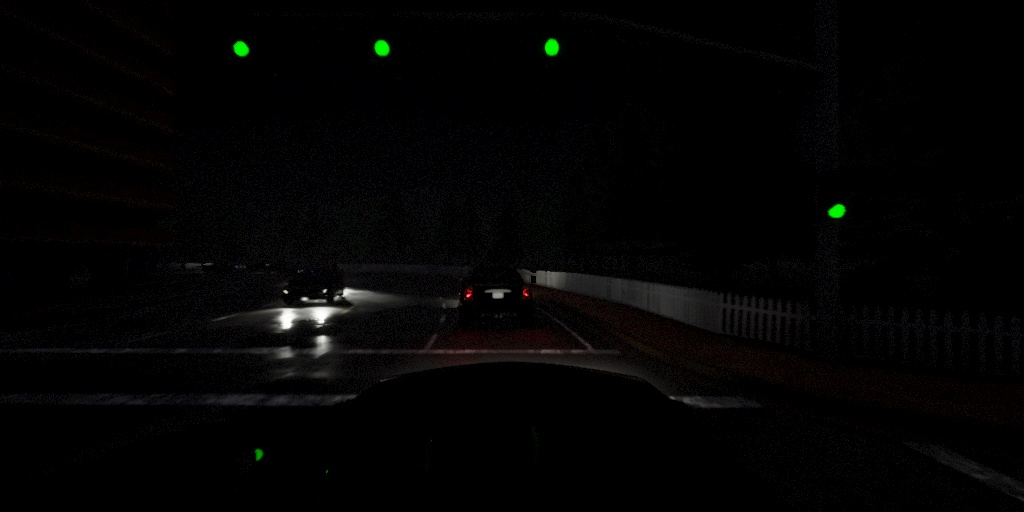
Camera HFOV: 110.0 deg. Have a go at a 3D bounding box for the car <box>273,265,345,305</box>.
[{"bbox_3d":[-9.010,1.318,16.717,2.033,1.411,5.357,0,0,-18],"label":"car"}]

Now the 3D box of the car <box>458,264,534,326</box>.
[{"bbox_3d":[-0.697,1.099,11.864,2.097,1.767,4.553,0,0,-9],"label":"car"}]

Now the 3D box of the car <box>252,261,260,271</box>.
[{"bbox_3d":[-35.264,1.397,49.795,4.902,1.511,2.128,0,0,13],"label":"car"}]

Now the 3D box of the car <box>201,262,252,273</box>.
[{"bbox_3d":[-37.449,1.444,46.675,5.357,1.411,2.033,0,0,9],"label":"car"}]

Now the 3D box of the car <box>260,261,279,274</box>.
[{"bbox_3d":[-27.757,1.382,43.454,4.892,1.490,1.837,0,0,23],"label":"car"}]

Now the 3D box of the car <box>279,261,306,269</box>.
[{"bbox_3d":[-19.832,1.315,33.724,5.008,1.535,1.882,0,0,43],"label":"car"}]

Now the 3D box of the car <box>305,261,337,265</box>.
[{"bbox_3d":[-13.281,1.296,25.717,2.128,1.511,4.902,0,0,-33],"label":"car"}]
